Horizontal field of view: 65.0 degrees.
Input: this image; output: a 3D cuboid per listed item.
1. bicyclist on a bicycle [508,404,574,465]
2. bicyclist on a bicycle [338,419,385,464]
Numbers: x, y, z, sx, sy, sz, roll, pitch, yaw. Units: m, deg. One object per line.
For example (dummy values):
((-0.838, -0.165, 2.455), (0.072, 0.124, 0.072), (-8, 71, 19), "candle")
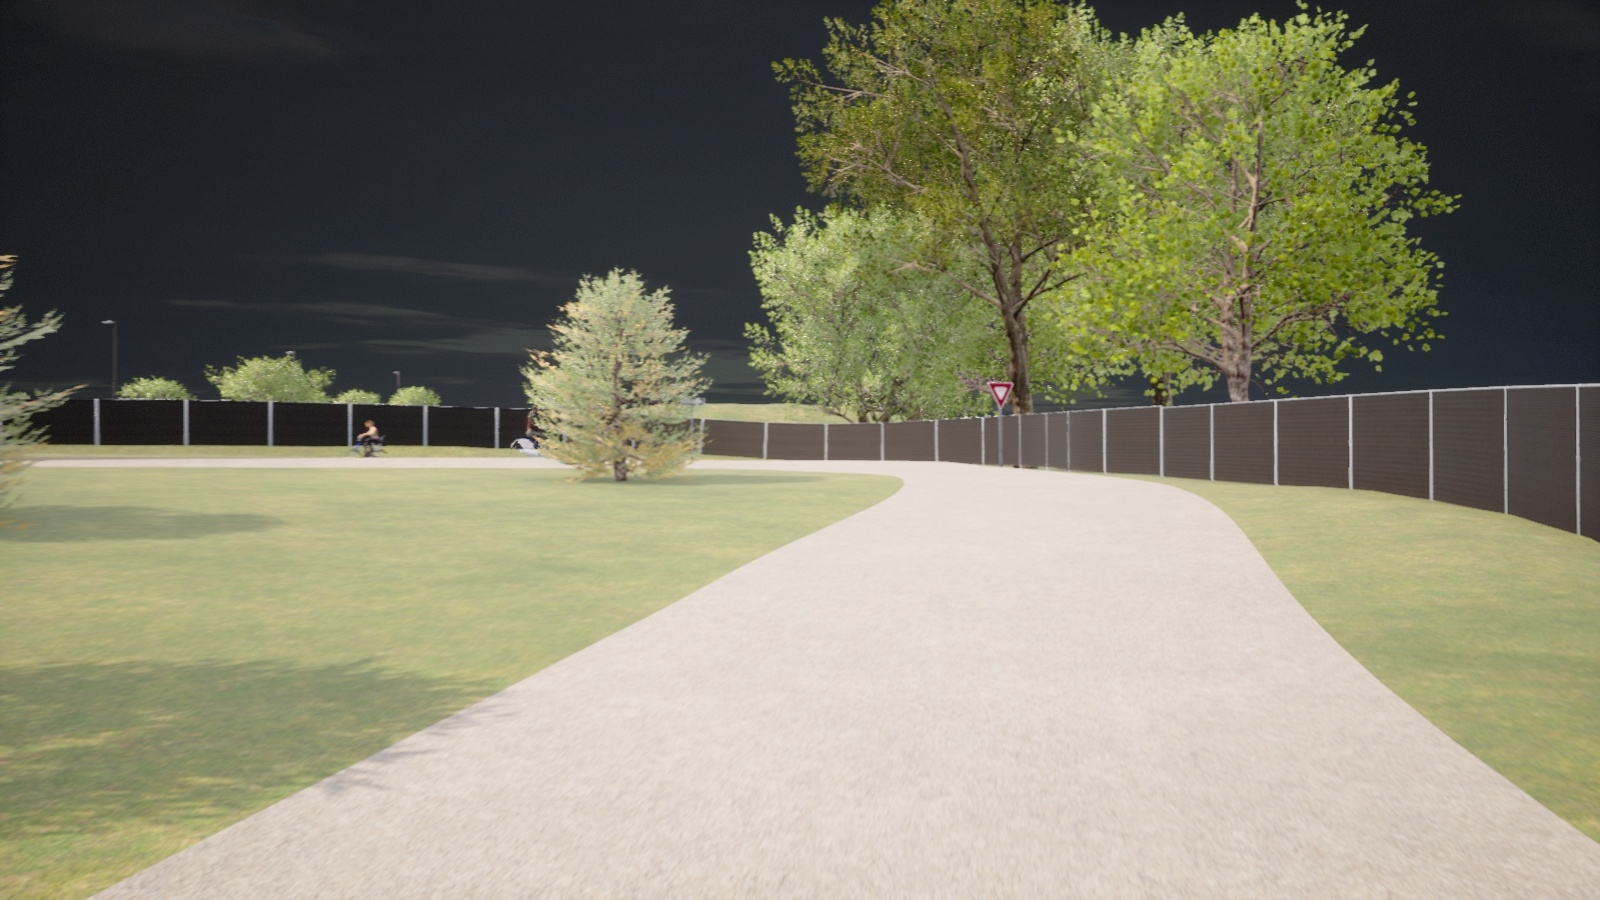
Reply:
((-7.760, -0.449, 37.637), (1.843, 1.776, 0.659), (0, -2, -26), "bicyclist on a bicycle")
((-16.207, -0.288, 46.370), (1.509, 1.612, 0.866), (1, -2, -27), "bicyclist on a bicycle")
